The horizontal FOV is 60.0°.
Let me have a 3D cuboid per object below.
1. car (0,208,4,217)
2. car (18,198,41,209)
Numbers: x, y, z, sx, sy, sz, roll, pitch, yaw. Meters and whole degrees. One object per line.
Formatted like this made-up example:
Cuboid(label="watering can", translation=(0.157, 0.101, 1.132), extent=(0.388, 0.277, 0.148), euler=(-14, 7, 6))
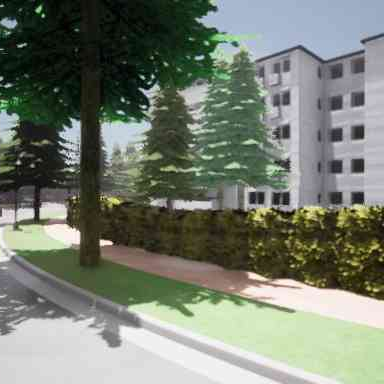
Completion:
Cuboid(label="car", translation=(-18.328, 1.623, 29.434), extent=(1.812, 1.442, 4.674), euler=(0, 0, -11))
Cuboid(label="car", translation=(-23.875, 1.684, 48.996), extent=(2.128, 1.511, 4.902), euler=(0, 0, -4))
